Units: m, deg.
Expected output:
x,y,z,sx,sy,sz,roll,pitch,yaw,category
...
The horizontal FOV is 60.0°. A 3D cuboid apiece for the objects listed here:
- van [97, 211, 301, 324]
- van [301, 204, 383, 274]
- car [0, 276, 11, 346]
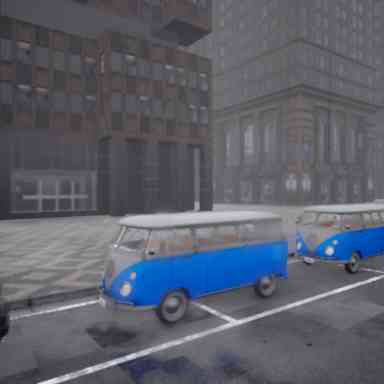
x,y,z,sx,sy,sz,roll,pitch,yaw,category
0.210,1.314,6.795,3.998,1.788,1.690,0,0,-35,van
4.833,1.276,10.090,3.998,1.788,1.690,0,0,-35,van
-4.413,1.562,3.502,4.403,1.369,2.008,0,0,-35,car
